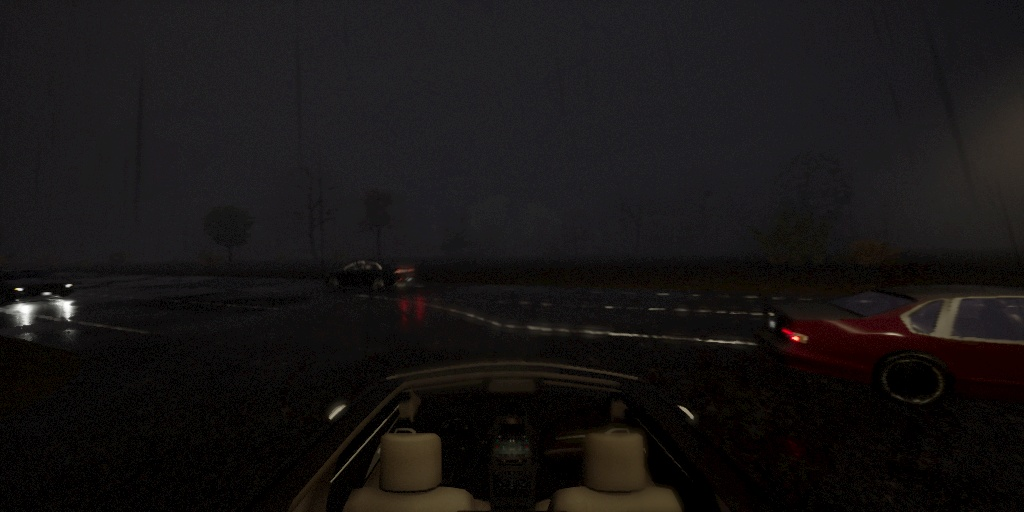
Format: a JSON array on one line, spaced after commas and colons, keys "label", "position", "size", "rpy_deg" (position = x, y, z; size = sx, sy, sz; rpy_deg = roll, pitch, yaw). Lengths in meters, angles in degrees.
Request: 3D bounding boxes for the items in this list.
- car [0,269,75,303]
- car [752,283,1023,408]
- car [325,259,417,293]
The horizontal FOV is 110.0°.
[{"label": "car", "position": [-23.467, 1.331, 17.240], "size": [5.357, 1.411, 2.033], "rpy_deg": [0, 2, 23]}, {"label": "car", "position": [6.339, 1.090, 4.554], "size": [5.357, 1.411, 2.033], "rpy_deg": [0, 2, 23]}, {"label": "car", "position": [-7.053, 0.922, 17.844], "size": [4.902, 1.511, 2.128], "rpy_deg": [0, 2, 23]}]
